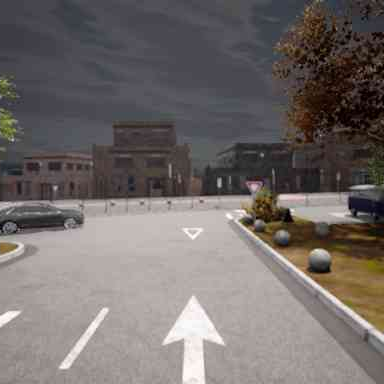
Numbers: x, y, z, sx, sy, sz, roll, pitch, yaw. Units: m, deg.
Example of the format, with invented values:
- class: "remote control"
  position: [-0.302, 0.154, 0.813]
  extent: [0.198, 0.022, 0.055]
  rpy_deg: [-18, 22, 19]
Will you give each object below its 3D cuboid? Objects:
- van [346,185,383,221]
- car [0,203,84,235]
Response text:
- class: "van"
  position: [11.050, 0.596, 20.230]
  extent: [1.878, 1.987, 4.442]
  rpy_deg: [-3, 1, 1]
- class: "car"
  position: [-8.360, 1.336, 17.942]
  extent: [4.892, 1.490, 1.837]
  rpy_deg: [-2, 3, -35]
